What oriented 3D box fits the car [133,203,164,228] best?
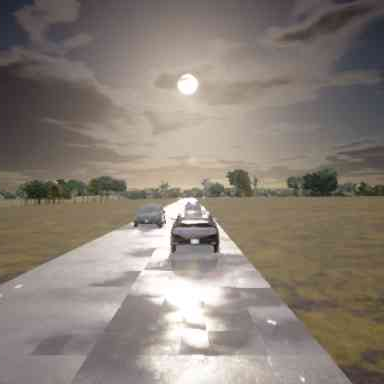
[{"bbox_3d":[-2.844,1.584,23.045,1.837,1.490,4.892,0,0,0],"label":"car"}]

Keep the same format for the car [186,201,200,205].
[{"bbox_3d":[0.104,1.705,36.343,2.033,1.411,5.357,0,0,0],"label":"car"}]

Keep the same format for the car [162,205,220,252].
[{"bbox_3d":[0.101,1.522,14.064,2.128,1.511,4.902,0,0,0],"label":"car"}]
